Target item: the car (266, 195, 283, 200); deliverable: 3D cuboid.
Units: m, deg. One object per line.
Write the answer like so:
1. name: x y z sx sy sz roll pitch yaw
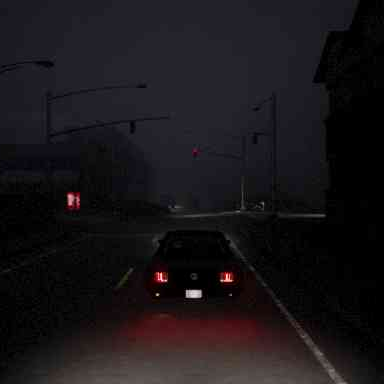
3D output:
1. car: 21.315 1.399 86.081 3.806 1.475 1.970 0 0 0

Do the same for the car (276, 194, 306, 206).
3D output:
1. car: 14.494 1.248 48.360 3.806 1.475 1.970 0 0 0

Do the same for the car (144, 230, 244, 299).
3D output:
1. car: 0.059 1.601 8.388 1.895 1.301 4.718 0 0 1

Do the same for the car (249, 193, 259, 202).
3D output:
1. car: 14.170 1.092 67.572 3.866 1.878 1.905 0 0 0

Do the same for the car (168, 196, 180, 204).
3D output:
1. car: -3.515 1.547 67.275 2.033 1.411 5.357 0 0 1

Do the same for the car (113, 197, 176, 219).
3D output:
1. car: -4.239 1.440 28.429 4.902 1.511 2.128 -1 1 -31

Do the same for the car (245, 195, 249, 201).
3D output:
1. car: 13.758 1.113 70.478 4.605 1.855 1.932 0 0 0

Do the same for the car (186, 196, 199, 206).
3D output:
1. car: 0.106 1.505 54.745 1.837 1.490 4.892 0 0 0

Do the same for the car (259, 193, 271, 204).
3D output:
1. car: 14.170 1.169 54.778 5.027 1.636 2.152 0 0 0

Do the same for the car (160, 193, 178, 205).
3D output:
1. car: -3.590 1.221 46.747 2.150 2.045 5.566 0 0 0

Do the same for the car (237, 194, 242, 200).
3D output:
1. car: 13.894 1.389 89.062 3.633 1.501 1.845 0 0 0
